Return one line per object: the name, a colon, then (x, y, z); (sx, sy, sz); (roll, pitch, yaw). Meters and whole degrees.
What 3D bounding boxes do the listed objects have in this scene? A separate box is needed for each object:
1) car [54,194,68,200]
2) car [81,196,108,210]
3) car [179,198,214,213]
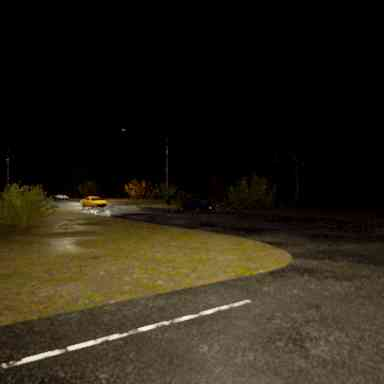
car: (-30.137, 1.193, 76.267); (1.895, 1.301, 4.718); (0, 0, -37)
car: (-11.962, 1.315, 40.644); (1.882, 1.535, 5.008); (0, 0, -37)
car: (0.485, 1.405, 35.791); (1.812, 1.442, 4.674); (0, 0, -37)
